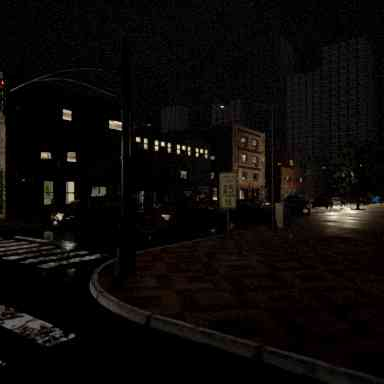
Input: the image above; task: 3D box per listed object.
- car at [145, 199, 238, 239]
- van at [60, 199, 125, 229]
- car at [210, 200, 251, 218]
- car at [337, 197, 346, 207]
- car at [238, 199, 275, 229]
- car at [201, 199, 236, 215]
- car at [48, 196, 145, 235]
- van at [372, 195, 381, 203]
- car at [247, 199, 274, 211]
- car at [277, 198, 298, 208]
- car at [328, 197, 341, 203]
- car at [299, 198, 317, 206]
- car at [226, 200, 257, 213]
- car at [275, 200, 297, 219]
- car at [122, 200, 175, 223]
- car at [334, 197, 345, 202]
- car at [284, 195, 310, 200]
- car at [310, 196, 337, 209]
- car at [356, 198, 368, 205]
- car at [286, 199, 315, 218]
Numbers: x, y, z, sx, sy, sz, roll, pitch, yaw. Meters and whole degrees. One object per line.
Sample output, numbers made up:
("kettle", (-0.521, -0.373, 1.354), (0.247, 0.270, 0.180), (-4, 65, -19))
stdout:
("car", (0.178, 1.349, 17.761), (2.192, 1.841, 5.009), (-1, -1, 35))
("van", (-6.663, 1.413, 22.601), (1.690, 1.788, 3.998), (-1, 0, 35))
("car", (3.973, 1.588, 33.131), (1.882, 1.535, 5.008), (0, 0, 35))
("car", (25.392, 1.828, 57.840), (1.895, 1.301, 4.718), (0, 0, 36))
("car", (3.370, 1.367, 22.269), (2.192, 1.841, 5.009), (-1, -1, 35))
("car", (2.915, 1.569, 36.126), (1.967, 1.590, 4.097), (-1, -1, 35))
("car", (-5.561, 1.278, 19.684), (2.150, 2.045, 5.566), (0, -1, 35))
("van", (44.871, 1.694, 80.877), (1.690, 1.788, 3.998), (-1, -1, 35))
("car", (9.300, 1.722, 45.141), (2.008, 1.369, 4.403), (-1, -1, 35))
("car", (15.586, 1.741, 54.018), (1.752, 1.417, 4.829), (-1, -1, 35))
("car", (34.839, 1.915, 81.207), (2.008, 1.369, 4.403), (-1, -1, 35))
("car", (22.070, 1.815, 63.174), (2.008, 1.369, 4.403), (-1, -1, 35))
("car", (6.107, 1.700, 40.632), (2.008, 1.369, 4.403), (-1, -1, 35))
("car", (6.564, 1.616, 26.776), (1.887, 1.381, 4.507), (-1, -1, 35))
("car", (-3.470, 1.530, 27.109), (1.967, 1.590, 4.097), (-1, -1, 35))
("car", (38.031, 1.935, 85.715), (1.887, 1.381, 4.507), (-1, -1, 35))
("car", (14.850, 1.409, 48.334), (2.150, 2.045, 5.566), (0, -1, 36))
("car", (19.522, 1.536, 49.550), (2.097, 1.767, 4.553), (0, 0, 35))
("car", (32.103, 1.801, 62.841), (2.008, 1.369, 4.403), (-1, -1, 35))
("car", (9.756, 1.657, 31.284), (1.947, 1.339, 4.313), (-1, -1, 35))
